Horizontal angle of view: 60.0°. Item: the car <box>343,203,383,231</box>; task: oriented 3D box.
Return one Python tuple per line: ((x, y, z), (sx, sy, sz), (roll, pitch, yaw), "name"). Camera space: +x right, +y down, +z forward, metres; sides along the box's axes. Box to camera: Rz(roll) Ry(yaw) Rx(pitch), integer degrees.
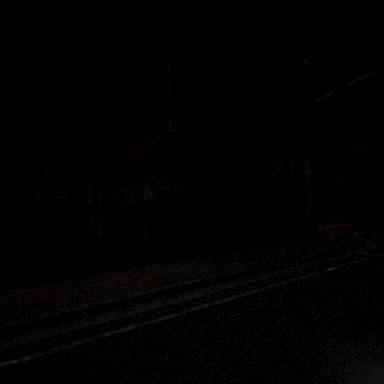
((10.190, 1.165, 16.010), (2.033, 1.411, 5.357), (-3, 0, -35), "car")
